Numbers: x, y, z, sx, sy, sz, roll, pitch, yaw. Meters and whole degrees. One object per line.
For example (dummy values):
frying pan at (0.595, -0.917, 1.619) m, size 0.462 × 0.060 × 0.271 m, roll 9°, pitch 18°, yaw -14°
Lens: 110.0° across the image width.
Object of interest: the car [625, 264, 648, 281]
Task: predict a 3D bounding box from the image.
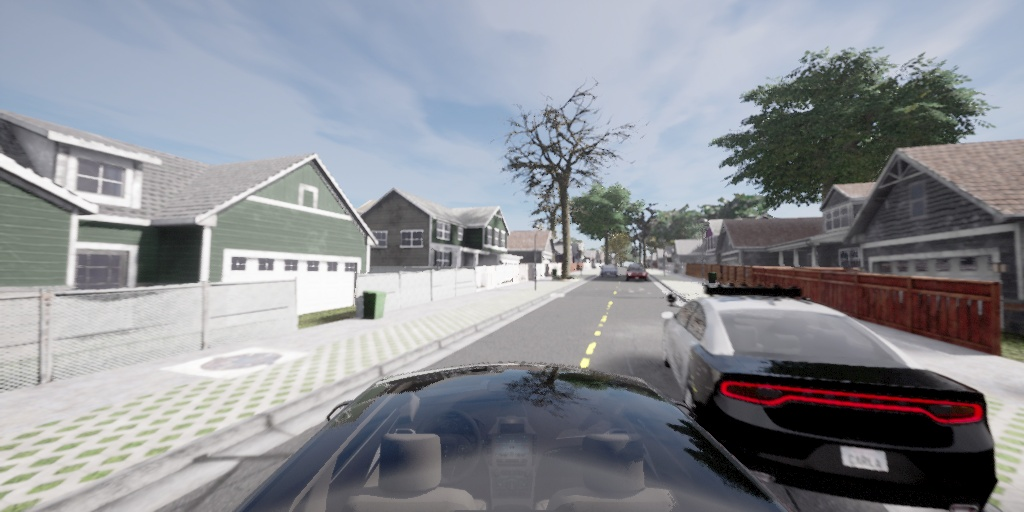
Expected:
car at (11.663, 1.672, 33.600) m, size 1.895 × 1.301 × 4.718 m, roll 0°, pitch -1°, yaw 18°

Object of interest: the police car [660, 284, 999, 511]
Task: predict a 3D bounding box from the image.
police car at (3.208, 1.203, 4.914) m, size 1.930 × 1.638 × 5.238 m, roll 0°, pitch -1°, yaw 18°

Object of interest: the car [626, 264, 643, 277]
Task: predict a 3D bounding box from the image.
car at (14.820, 1.708, 43.402) m, size 1.837 × 1.490 × 4.892 m, roll 0°, pitch -1°, yaw 19°

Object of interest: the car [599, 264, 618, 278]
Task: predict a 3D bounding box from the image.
car at (11.147, 1.695, 41.125) m, size 1.812 × 1.442 × 4.674 m, roll 0°, pitch -1°, yaw 18°
